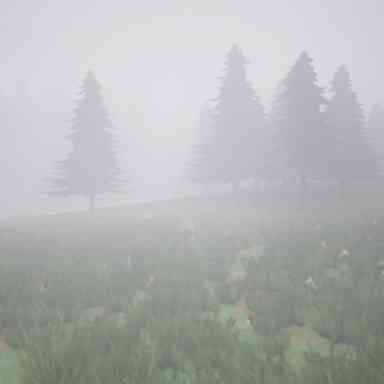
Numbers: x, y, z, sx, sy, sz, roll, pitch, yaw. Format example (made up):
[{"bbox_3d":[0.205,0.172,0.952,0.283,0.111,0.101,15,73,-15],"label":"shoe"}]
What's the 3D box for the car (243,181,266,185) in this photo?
[{"bbox_3d":[11.549,-1.436,62.076,4.892,1.490,1.837,-5,2,-25],"label":"car"}]
